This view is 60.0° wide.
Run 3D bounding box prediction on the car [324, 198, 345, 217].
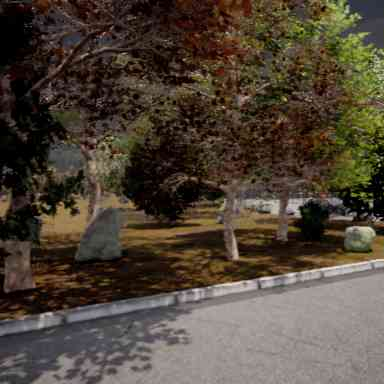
[{"bbox_3d":[11.684,1.253,28.196,1.837,1.490,4.892,-3,1,-29],"label":"car"}]
